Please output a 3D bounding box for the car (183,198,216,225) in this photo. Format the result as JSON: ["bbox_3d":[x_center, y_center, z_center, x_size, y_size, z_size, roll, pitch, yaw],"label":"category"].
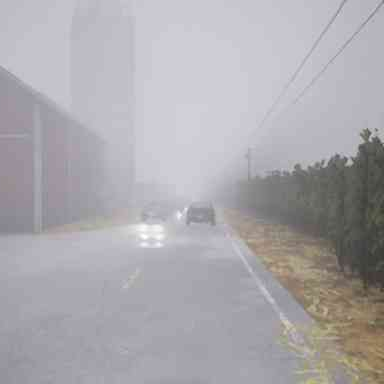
[{"bbox_3d":[0.653,1.434,23.787,1.882,1.535,5.008,0,0,3],"label":"car"}]

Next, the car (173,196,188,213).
[{"bbox_3d":[-2.007,1.286,36.462,2.097,1.767,4.553,0,0,4],"label":"car"}]

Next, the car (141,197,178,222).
[{"bbox_3d":[-2.687,1.444,26.314,2.128,1.511,4.902,0,0,5],"label":"car"}]

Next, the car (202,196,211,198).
[{"bbox_3d":[2.511,1.386,58.384,2.128,1.511,4.902,0,0,-1],"label":"car"}]
